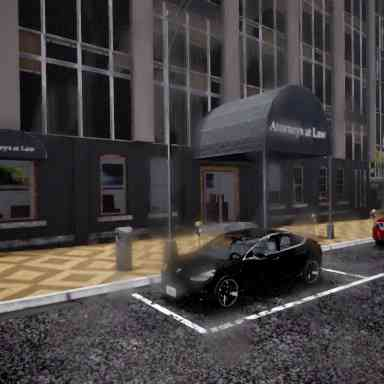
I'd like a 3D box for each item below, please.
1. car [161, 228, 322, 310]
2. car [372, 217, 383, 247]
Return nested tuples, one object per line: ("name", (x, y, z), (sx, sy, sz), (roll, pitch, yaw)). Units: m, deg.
("car", (1.329, 1.564, 7.812), (4.313, 1.339, 1.947), (0, -1, -37))
("car", (9.605, 1.310, 14.014), (5.009, 1.841, 2.192), (0, -1, -37))
